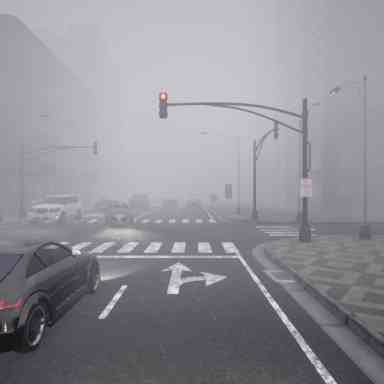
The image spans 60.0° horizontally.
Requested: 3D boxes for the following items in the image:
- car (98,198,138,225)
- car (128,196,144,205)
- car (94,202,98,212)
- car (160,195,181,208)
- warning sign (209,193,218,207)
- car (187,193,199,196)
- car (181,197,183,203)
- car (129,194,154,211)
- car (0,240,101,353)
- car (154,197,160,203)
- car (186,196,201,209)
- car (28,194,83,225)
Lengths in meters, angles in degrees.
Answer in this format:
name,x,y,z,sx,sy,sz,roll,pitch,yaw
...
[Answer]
name,x,y,z,sx,sy,sz,roll,pitch,yaw
car,-5.490,1.490,24.282,2.128,1.511,4.902,-1,0,-16
car,-9.670,1.496,57.754,1.812,1.442,4.674,0,0,0
car,-9.741,1.479,38.004,2.128,1.511,4.902,0,0,1
car,-3.021,1.459,46.840,1.882,1.535,5.008,0,0,0
warning sign,2.975,1.097,46.286,1.300,1.860,1.060,0,0,0
car,0.254,1.186,66.843,2.150,2.045,5.566,0,0,0
car,-3.027,1.461,70.859,1.837,1.490,4.892,0,0,0
car,-6.482,1.209,41.486,2.150,2.045,5.566,0,0,0
car,-3.133,1.564,6.139,1.994,1.385,4.181,0,0,0
car,-6.371,1.566,63.300,1.895,1.301,4.718,0,0,1
car,0.224,1.584,44.300,1.895,1.301,4.718,0,0,0
car,-9.783,1.218,24.339,2.150,2.045,5.566,0,0,0
